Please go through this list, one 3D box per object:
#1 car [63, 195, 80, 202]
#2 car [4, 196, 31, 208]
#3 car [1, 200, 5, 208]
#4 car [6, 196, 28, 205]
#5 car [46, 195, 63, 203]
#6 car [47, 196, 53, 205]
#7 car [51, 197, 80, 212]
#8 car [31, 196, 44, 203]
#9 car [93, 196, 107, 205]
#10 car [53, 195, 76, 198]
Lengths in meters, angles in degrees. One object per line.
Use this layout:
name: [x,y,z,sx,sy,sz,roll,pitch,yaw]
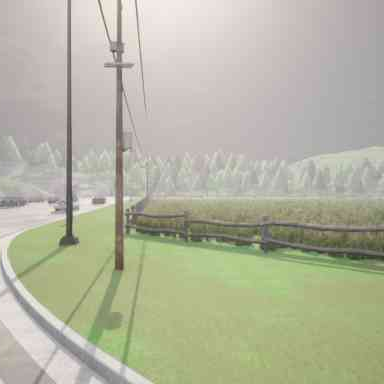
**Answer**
car: [-24.879,1.369,68.726,2.033,1.411,5.357,0,0,-7]
car: [-26.014,1.350,48.840,2.097,1.767,4.553,0,0,-7]
car: [-16.139,1.546,24.247,2.033,1.411,5.357,0,0,-7]
car: [-30.750,1.523,58.536,1.812,1.442,4.674,0,0,-7]
car: [-28.421,1.497,68.904,1.837,1.490,4.892,0,0,-7]
car: [-23.688,1.502,58.374,1.837,1.490,4.892,0,0,-7]
car: [-14.218,1.599,38.182,1.895,1.301,4.718,0,0,-7]
car: [-31.881,1.549,68.337,1.994,1.385,4.181,0,0,-7]
car: [-16.813,1.475,60.738,1.882,1.535,5.008,0,0,-7]
car: [-19.173,1.524,50.624,1.812,1.442,4.674,0,0,-7]
